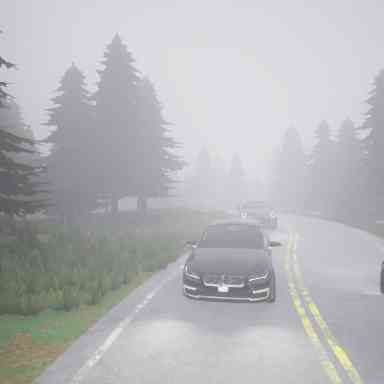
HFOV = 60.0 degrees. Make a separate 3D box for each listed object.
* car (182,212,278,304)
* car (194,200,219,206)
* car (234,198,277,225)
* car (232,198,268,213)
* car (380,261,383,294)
[{"bbox_3d":[1.078,1.496,8.389,1.837,1.490,4.892,-1,0,12],"label":"car"},{"bbox_3d":[1.853,1.796,44.838,1.812,1.442,4.674,3,-5,-35],"label":"car"},{"bbox_3d":[3.846,1.270,20.346,2.097,1.767,4.553,-1,0,5],"label":"car"},{"bbox_3d":[6.150,1.409,35.719,1.837,1.490,4.892,2,-1,-16],"label":"car"},{"bbox_3d":[4.487,1.309,4.624,2.097,1.767,4.553,-1,0,8],"label":"car"}]
